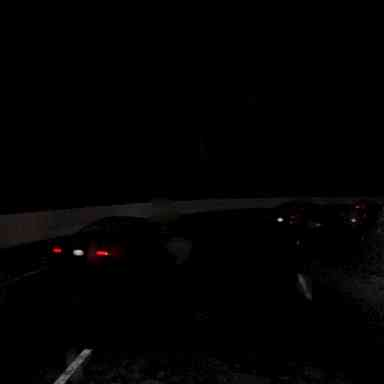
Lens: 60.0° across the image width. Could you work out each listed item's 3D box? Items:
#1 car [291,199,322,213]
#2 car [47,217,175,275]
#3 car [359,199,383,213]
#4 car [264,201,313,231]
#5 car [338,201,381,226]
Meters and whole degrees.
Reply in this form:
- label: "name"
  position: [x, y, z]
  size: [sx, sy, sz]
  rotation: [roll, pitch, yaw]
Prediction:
- label: "car"
  position: [11.025, 1.412, 33.438]
  size: [5.357, 1.411, 2.033]
  rotation: [0, 0, -44]
- label: "car"
  position: [-2.091, 1.478, 10.325]
  size: [2.033, 1.411, 5.357]
  rotation: [0, 0, 14]
- label: "car"
  position: [18.196, 1.457, 34.499]
  size: [4.181, 1.385, 1.994]
  rotation: [0, 0, -38]
- label: "car"
  position: [5.754, 1.479, 20.004]
  size: [1.994, 1.385, 4.181]
  rotation: [0, 0, 28]
- label: "car"
  position: [11.663, 1.526, 23.164]
  size: [1.895, 1.301, 4.718]
  rotation: [0, 0, 35]
